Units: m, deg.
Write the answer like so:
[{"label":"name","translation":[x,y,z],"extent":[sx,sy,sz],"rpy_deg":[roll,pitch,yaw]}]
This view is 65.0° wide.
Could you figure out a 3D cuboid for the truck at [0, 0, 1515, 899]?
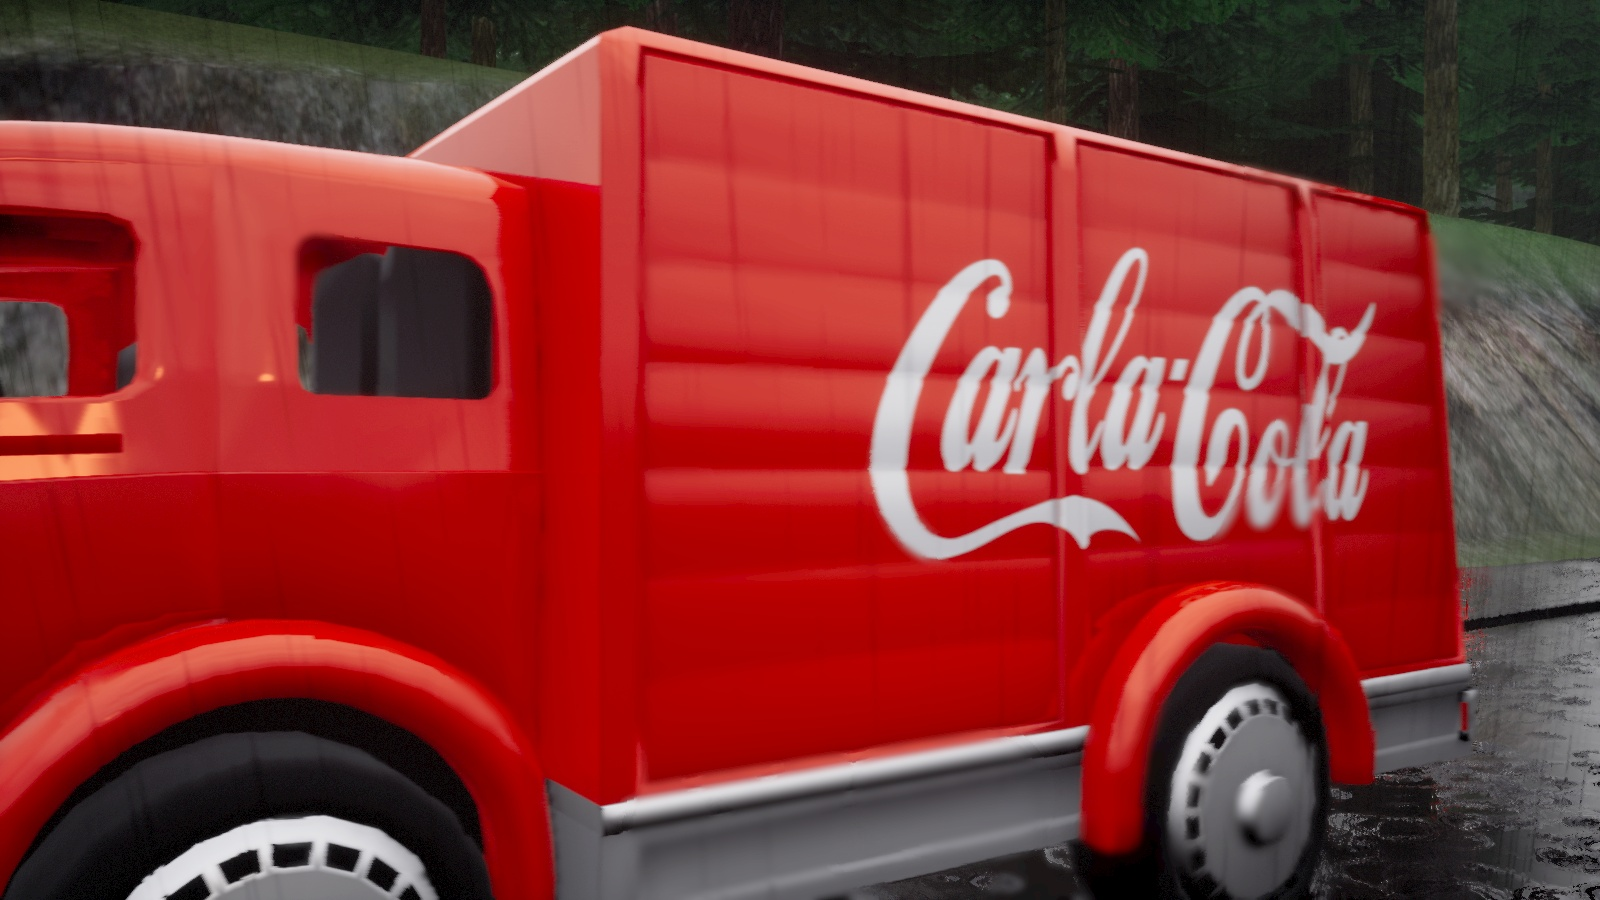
[{"label":"truck","translation":[-0.397,0.269,4.002],"extent":[5.204,2.467,2.627],"rpy_deg":[0,0,-34]}]
